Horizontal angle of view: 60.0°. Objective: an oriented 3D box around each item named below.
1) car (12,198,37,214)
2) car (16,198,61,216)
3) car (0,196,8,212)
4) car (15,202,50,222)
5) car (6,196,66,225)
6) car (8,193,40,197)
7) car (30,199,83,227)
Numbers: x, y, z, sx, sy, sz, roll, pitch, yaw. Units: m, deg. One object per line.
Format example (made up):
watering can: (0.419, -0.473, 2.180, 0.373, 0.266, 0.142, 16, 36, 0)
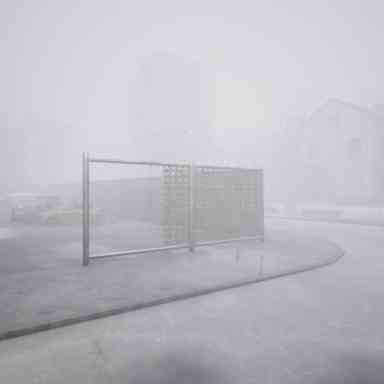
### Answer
car: (-17.854, 1.401, 35.329, 1.789, 1.547, 3.705, 0, 0, -36)
car: (-14.799, 1.411, 32.040, 3.633, 1.501, 1.845, 0, 0, -36)
car: (-17.856, 1.473, 35.607, 5.357, 1.415, 2.033, 0, 0, -36)
car: (-12.024, 1.451, 25.076, 2.207, 1.379, 1.481, 0, 0, -36)
car: (-10.289, 1.347, 23.699, 4.611, 1.667, 2.242, 0, 0, -36)
car: (-12.578, 1.241, 27.337, 3.866, 1.878, 1.905, 0, 0, -36)
car: (-7.845, 1.415, 21.548, 4.193, 1.474, 1.816, 0, 0, -36)
